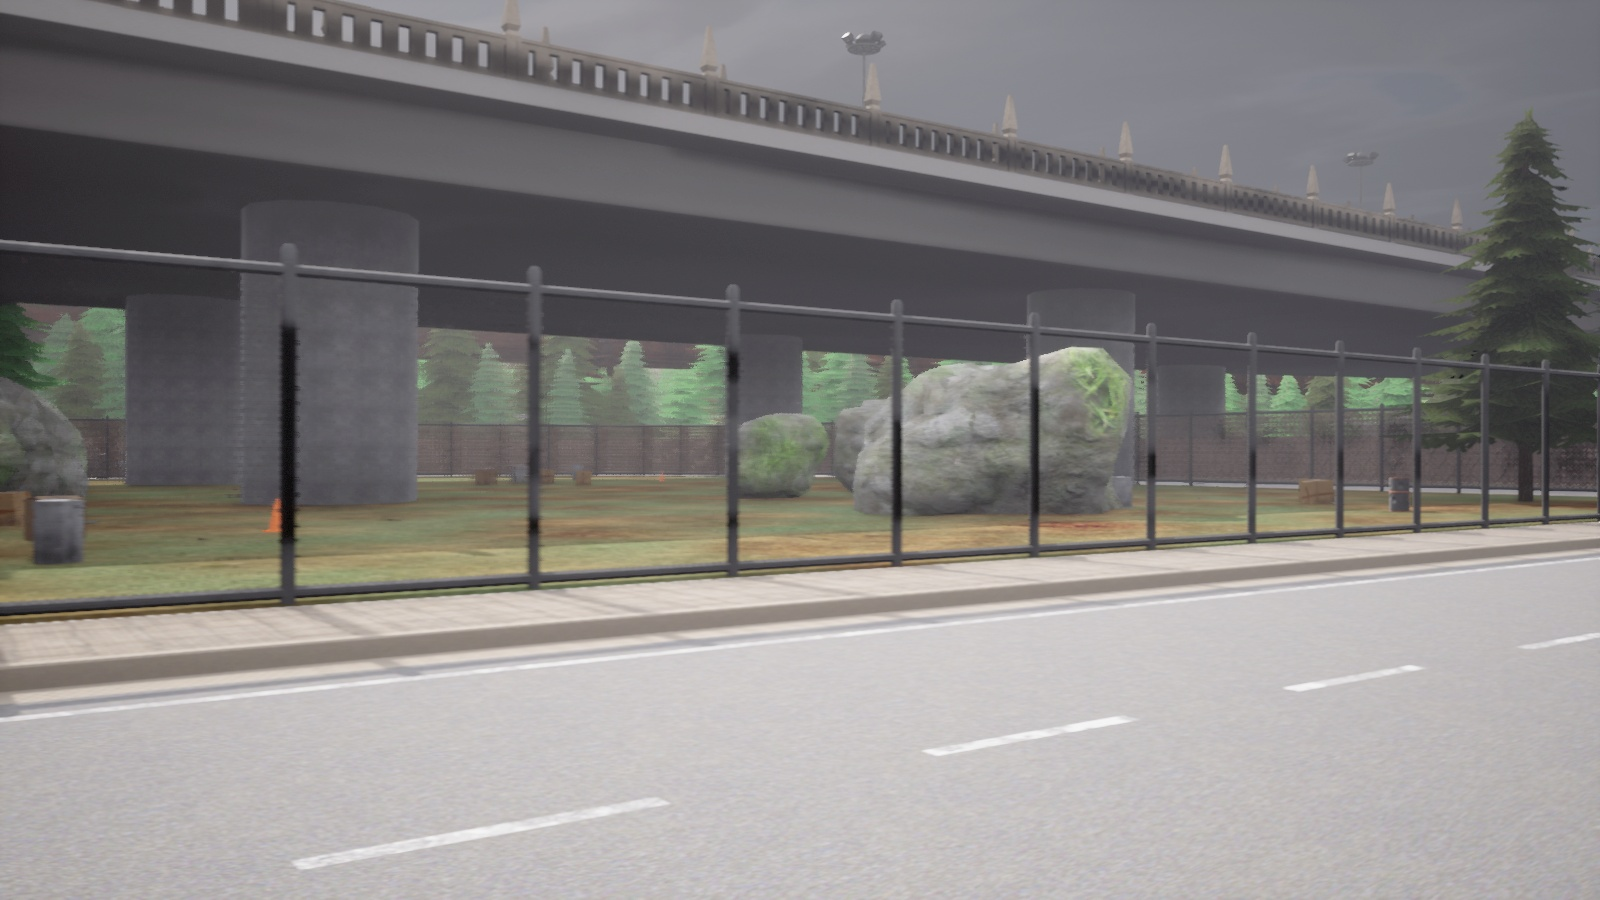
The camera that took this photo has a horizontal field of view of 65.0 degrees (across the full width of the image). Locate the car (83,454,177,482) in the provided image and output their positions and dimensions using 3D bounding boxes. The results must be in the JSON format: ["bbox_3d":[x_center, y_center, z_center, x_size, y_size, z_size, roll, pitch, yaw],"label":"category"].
[{"bbox_3d":[-37.848,1.001,70.986,4.514,1.525,2.007,0,0,-34],"label":"car"}]
